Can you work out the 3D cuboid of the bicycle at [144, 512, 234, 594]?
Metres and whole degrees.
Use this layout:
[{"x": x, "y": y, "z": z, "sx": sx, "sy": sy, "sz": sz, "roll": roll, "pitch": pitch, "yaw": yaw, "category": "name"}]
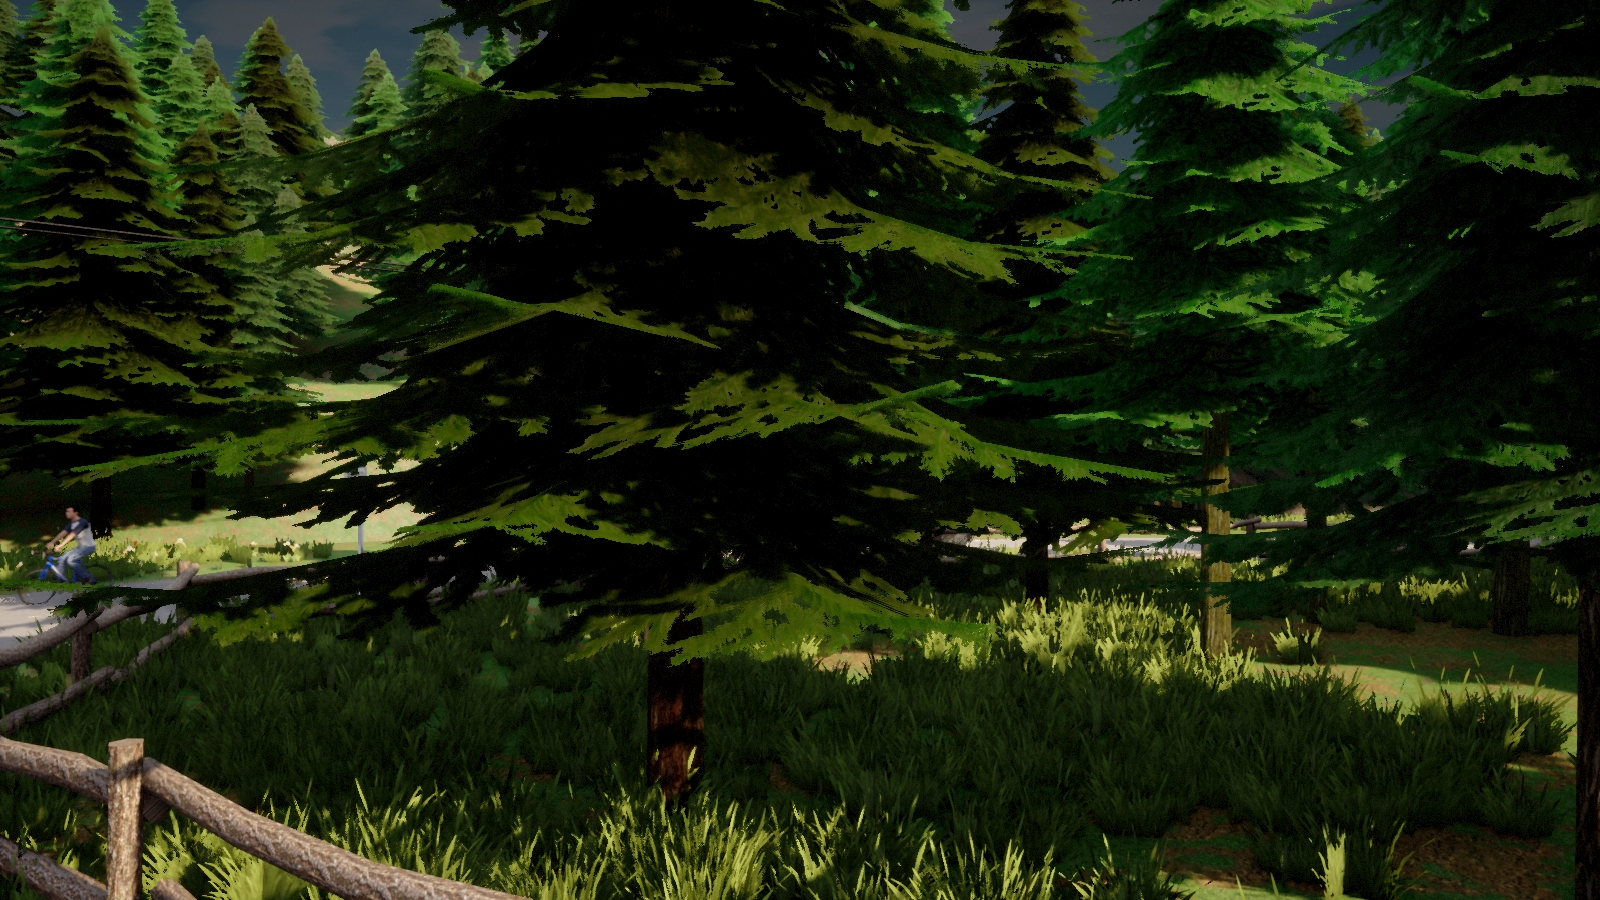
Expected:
[{"x": -12.311, "y": 2.056, "z": 23.065, "sx": 0.373, "sy": 1.496, "sz": 1.643, "roll": 1, "pitch": 1, "yaw": 32, "category": "bicycle"}]
